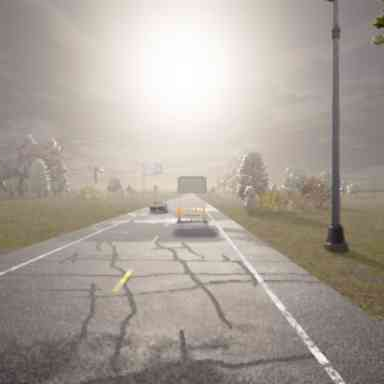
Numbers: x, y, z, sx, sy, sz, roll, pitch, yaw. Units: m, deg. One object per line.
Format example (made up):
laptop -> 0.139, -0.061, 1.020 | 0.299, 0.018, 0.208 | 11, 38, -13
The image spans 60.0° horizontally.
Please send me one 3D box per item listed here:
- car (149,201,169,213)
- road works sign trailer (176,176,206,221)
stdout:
car -> -3.610, 1.639, 37.163 | 1.895, 1.301, 4.718 | 0, 0, 0
road works sign trailer -> -0.014, 0.490, 27.220 | 2.380, 3.560, 2.880 | 0, 0, 0
